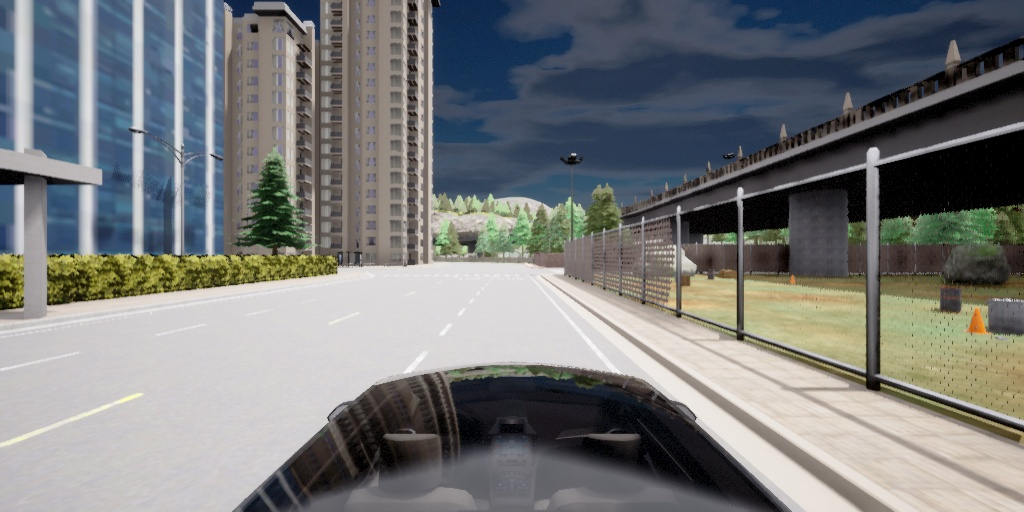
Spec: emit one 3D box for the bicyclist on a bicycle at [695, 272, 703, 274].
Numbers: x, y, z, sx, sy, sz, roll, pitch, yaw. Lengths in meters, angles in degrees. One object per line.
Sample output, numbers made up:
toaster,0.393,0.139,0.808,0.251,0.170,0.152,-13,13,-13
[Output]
bicyclist on a bicycle,20.051,1.082,38.595,0.582,1.620,1.656,0,0,0
